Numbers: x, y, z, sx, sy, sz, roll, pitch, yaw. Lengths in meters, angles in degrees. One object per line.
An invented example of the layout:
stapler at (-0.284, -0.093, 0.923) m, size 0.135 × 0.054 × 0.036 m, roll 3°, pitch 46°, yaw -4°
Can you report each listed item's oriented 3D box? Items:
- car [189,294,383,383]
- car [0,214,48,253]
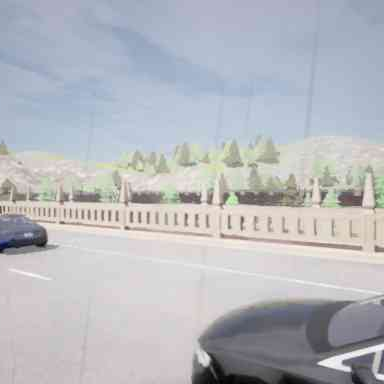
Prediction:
car at (2.209, 1.489, 2.416) m, size 4.902 × 1.511 × 2.128 m, roll 0°, pitch 0°, yaw 36°
car at (-7.906, 1.621, 13.934) m, size 4.181 × 1.385 × 1.994 m, roll 0°, pitch 0°, yaw 36°
